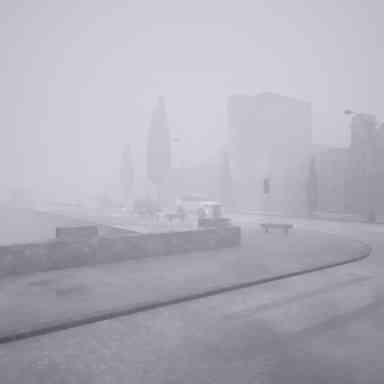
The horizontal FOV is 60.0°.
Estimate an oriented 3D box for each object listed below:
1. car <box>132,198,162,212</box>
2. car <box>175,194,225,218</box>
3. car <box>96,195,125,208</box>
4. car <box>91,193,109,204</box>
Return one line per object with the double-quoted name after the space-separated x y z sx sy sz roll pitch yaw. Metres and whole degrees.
-5.339 1.505 38.746 1.837 1.490 4.892 0 0 -36 "car"
0.585 1.222 30.443 2.150 2.045 5.566 0 0 -36 "car"
-11.372 1.547 47.228 2.033 1.411 5.357 0 0 -36 "car"
-17.205 1.221 62.571 2.150 2.045 5.566 0 0 -36 "car"
